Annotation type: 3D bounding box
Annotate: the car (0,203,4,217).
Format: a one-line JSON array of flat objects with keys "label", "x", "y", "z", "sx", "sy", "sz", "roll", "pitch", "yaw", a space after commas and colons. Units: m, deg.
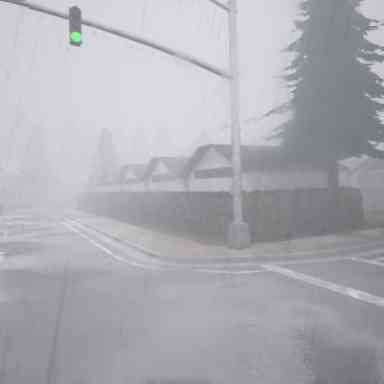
[{"label": "car", "x": -20.477, "y": 1.715, "z": 34.020, "sx": 2.128, "sy": 1.511, "sz": 4.902, "roll": -2, "pitch": 1, "yaw": -25}]
